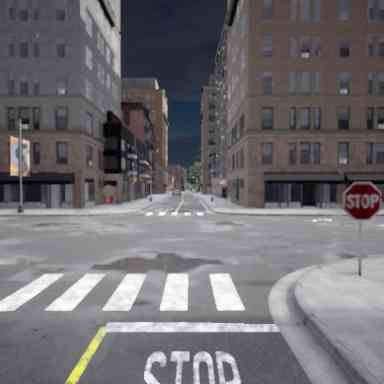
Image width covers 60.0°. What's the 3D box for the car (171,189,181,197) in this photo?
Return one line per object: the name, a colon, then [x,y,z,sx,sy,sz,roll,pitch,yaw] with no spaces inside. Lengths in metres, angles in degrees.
car: [-3.246,0.150,69.489,2.128,1.511,4.902,0,1,-2]
